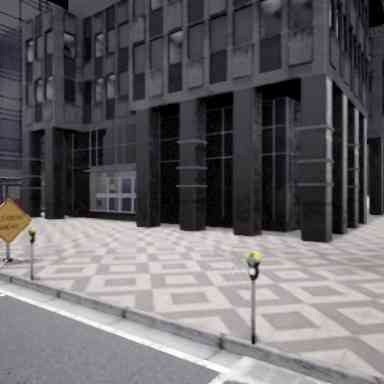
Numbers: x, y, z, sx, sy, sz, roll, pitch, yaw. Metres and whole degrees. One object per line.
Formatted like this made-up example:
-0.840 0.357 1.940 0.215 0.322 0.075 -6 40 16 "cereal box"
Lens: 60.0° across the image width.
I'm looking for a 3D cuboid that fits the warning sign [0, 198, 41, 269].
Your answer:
-5.243 1.123 9.538 1.060 1.860 1.300 0 0 36 "warning sign"
